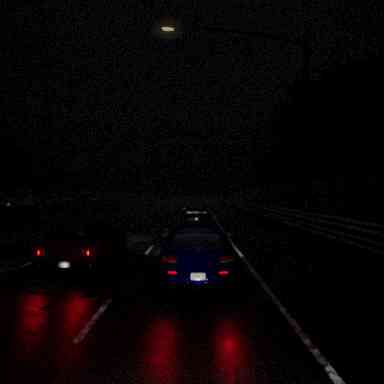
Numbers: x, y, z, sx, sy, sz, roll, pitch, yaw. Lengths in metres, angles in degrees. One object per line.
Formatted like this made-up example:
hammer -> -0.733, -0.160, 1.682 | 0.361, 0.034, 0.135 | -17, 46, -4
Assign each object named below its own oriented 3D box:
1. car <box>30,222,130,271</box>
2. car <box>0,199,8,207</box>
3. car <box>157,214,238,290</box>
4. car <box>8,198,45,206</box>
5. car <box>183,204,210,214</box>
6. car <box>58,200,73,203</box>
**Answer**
car -> -3.357, 1.648, 11.041 | 1.895, 1.301, 4.718 | 0, 0, 1
car -> -23.792, 1.609, 43.731 | 2.097, 1.767, 4.553 | 0, 0, 2
car -> 0.133, 1.564, 9.070 | 1.812, 1.442, 4.674 | 0, 0, 0
car -> -20.375, 1.595, 41.766 | 2.097, 1.767, 4.553 | 0, 0, 2
car -> 0.333, 1.617, 24.753 | 2.128, 1.511, 4.902 | 0, 0, 1
car -> -16.770, 1.816, 44.072 | 2.033, 1.411, 5.357 | 0, -1, 2
